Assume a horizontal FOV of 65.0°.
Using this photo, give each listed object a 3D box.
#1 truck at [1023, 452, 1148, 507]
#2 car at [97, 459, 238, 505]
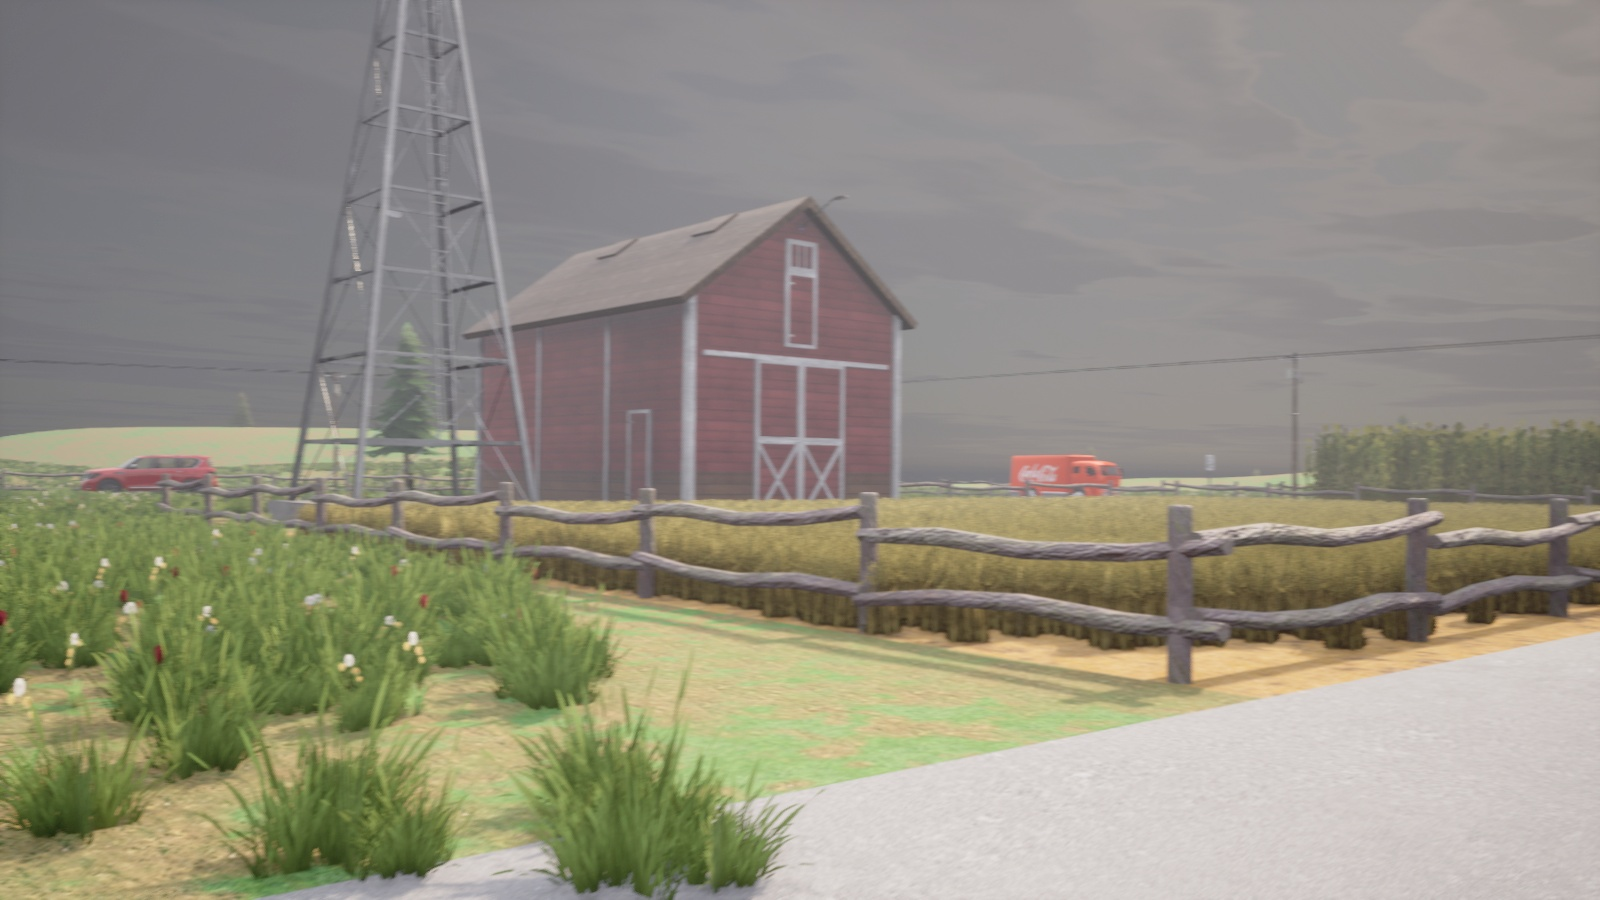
[{"bbox_3d":[13.421,1.379,59.289,2.627,2.467,5.204,1,-1,-39],"label":"truck"},{"bbox_3d":[-29.128,1.473,57.923,5.566,2.045,2.150,1,-1,-33],"label":"car"}]
